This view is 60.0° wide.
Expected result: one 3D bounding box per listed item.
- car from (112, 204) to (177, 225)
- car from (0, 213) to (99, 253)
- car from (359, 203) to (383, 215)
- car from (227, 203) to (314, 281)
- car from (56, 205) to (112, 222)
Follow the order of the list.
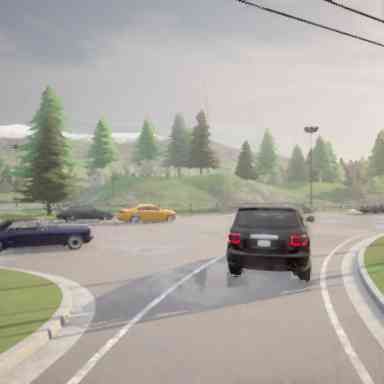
[{"bbox_3d":[-3.616,1.771,27.262,5.008,1.535,1.882,1,-1,-29],"label":"car"},{"bbox_3d":[-6.550,1.737,13.706,4.718,1.301,1.895,0,-1,-29],"label":"car"},{"bbox_3d":[23.401,2.069,41.980,5.357,1.411,2.033,0,-1,-29],"label":"car"},{"bbox_3d":[2.632,1.348,10.572,2.150,2.045,5.566,0,0,19],"label":"car"},{"bbox_3d":[-9.076,1.817,28.273,4.674,1.442,1.812,1,-1,-29],"label":"car"}]
